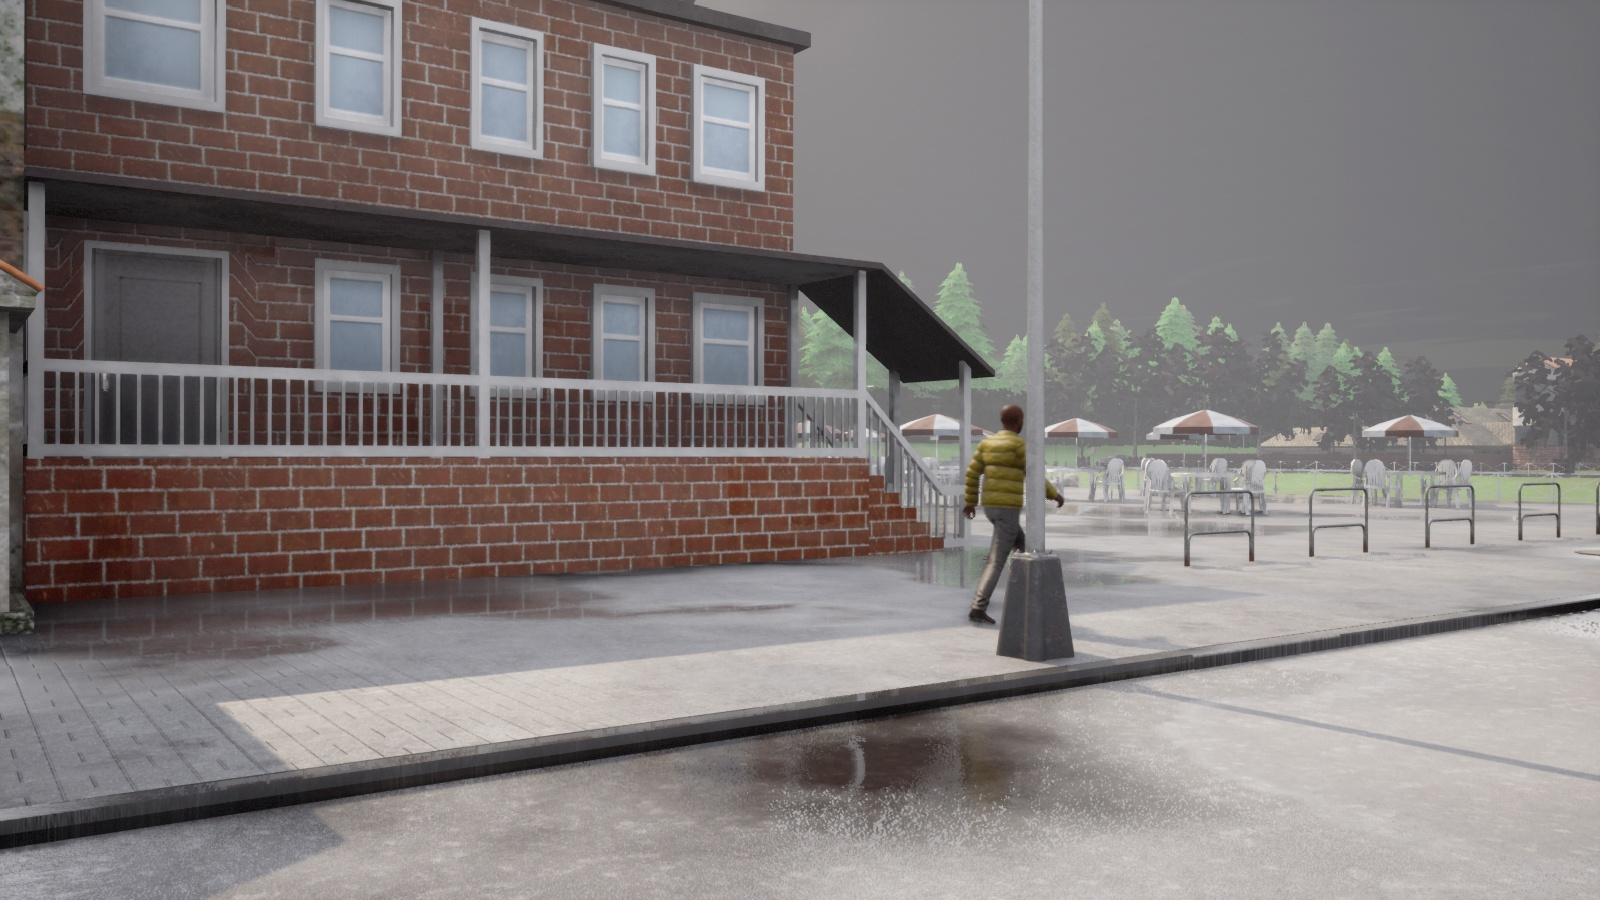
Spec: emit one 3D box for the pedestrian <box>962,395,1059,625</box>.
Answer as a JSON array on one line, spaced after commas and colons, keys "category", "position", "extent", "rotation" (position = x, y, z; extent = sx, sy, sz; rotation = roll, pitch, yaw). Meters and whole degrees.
[{"category": "pedestrian", "position": [1.737, 0.476, 10.359], "extent": [0.726, 1.835, 0.370], "rotation": [0, 0, -33]}]
